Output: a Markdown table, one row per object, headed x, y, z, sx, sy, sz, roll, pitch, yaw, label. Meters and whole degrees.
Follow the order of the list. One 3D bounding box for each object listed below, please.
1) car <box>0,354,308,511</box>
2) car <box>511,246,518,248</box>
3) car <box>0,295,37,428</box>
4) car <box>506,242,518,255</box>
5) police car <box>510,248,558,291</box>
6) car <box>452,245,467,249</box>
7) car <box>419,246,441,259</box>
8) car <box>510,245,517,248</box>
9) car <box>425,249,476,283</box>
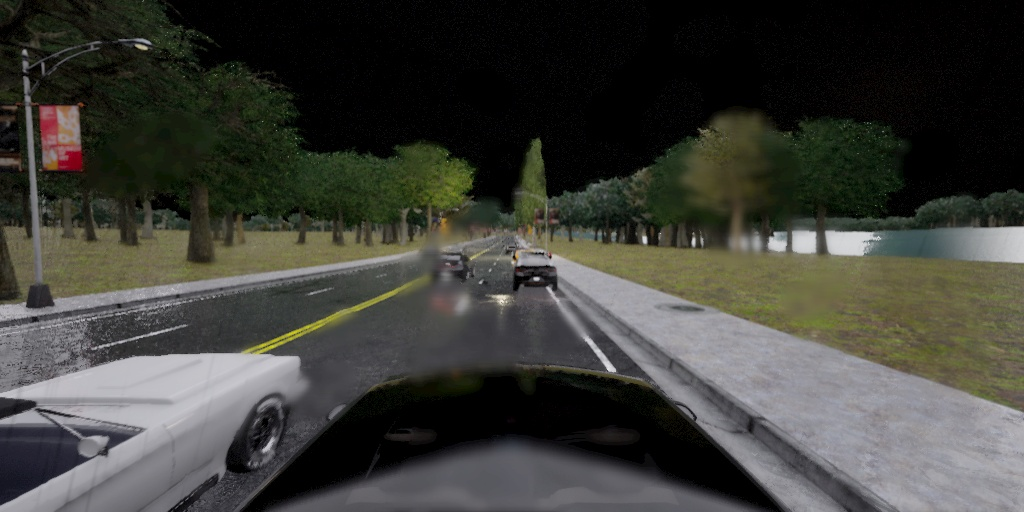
| x | y | z | sx | sy | sz | roll | pitch | yaw | label |
| --- | --- | --- | --- | --- | --- | --- | --- | --- | --- |
| -3.150 | 1.349 | 1.743 | 1.895 | 1.301 | 4.718 | 0 | 2 | 0 | car |
| 0.983 | 0.276 | 26.740 | 1.882 | 1.535 | 5.008 | 0 | 2 | 0 | car |
| -6.600 | 1.267 | 1.938 | 1.812 | 1.442 | 4.674 | 0 | 2 | 0 | car |
| 0.028 | -1.027 | 53.287 | 1.837 | 1.490 | 4.892 | 0 | 3 | 0 | car |
| 0.980 | 0.609 | 16.857 | 1.930 | 1.638 | 5.238 | 0 | 2 | 0 | police car |
| -6.571 | -0.550 | 44.559 | 1.837 | 1.490 | 4.892 | 0 | 3 | 0 | car |
| -9.823 | -0.469 | 43.827 | 2.033 | 1.411 | 5.357 | 0 | 3 | 0 | car |
| 0.984 | 0.014 | 32.731 | 1.882 | 1.535 | 5.008 | 0 | 3 | 0 | car |
| -3.145 | 0.584 | 19.625 | 1.837 | 1.490 | 4.892 | 0 | 2 | 0 | car |
